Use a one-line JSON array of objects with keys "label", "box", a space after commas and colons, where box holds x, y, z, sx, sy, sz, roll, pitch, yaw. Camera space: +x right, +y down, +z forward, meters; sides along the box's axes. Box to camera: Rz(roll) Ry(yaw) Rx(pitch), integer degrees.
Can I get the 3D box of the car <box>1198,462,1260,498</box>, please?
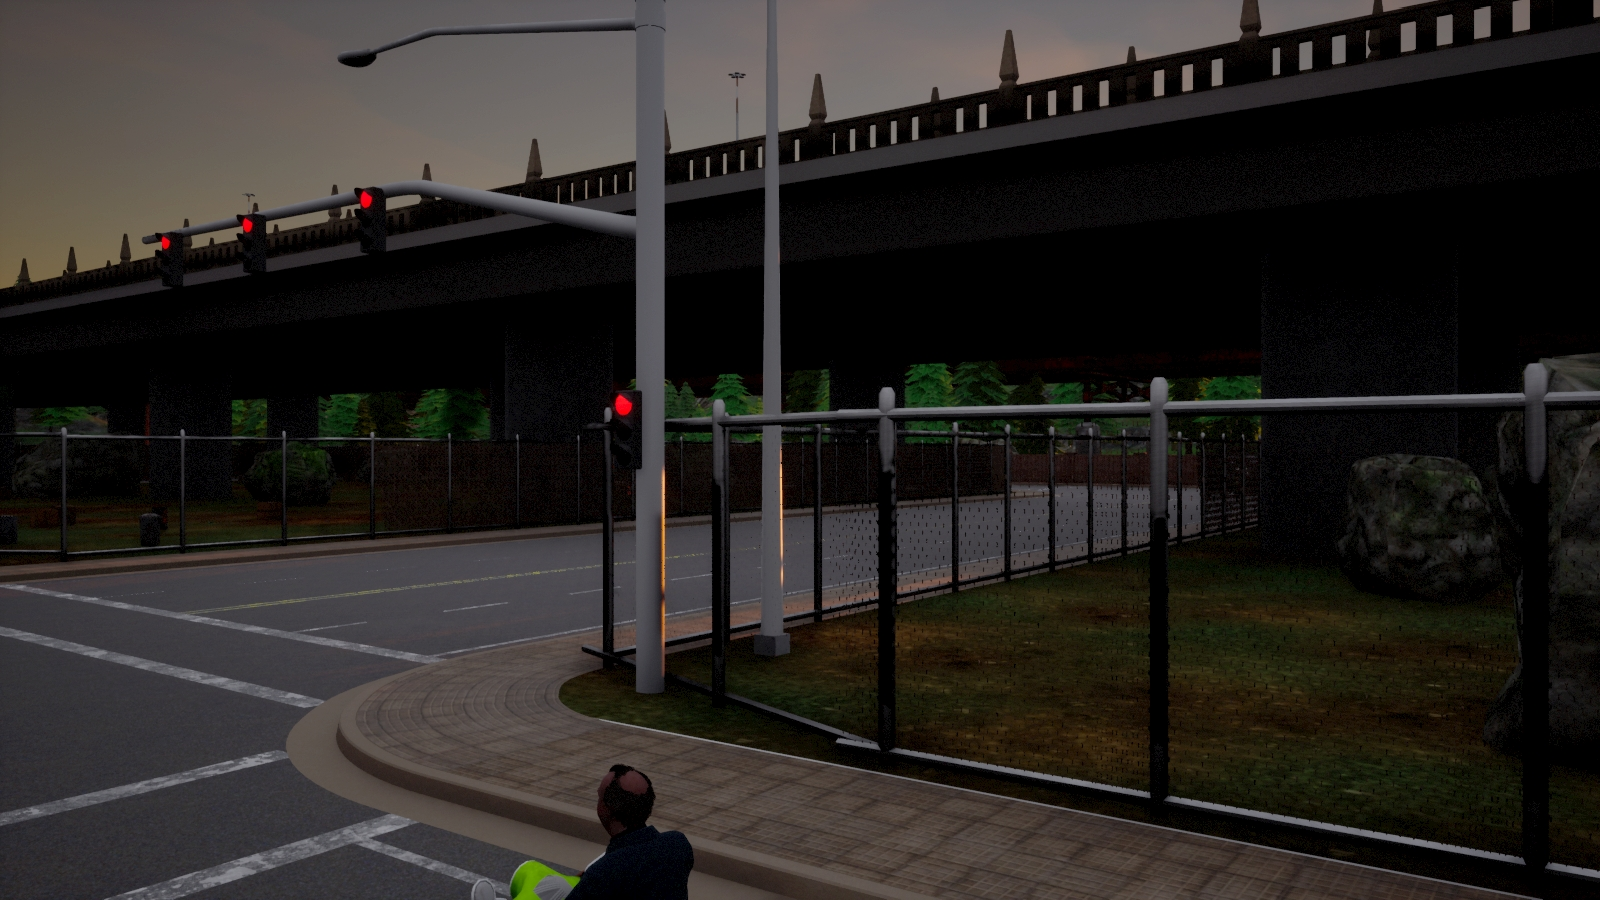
[{"label": "car", "box": [25.960, 1.779, 68.977, 2.150, 2.045, 5.566, 0, 0, 36]}]
